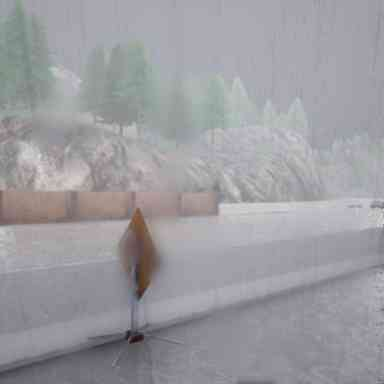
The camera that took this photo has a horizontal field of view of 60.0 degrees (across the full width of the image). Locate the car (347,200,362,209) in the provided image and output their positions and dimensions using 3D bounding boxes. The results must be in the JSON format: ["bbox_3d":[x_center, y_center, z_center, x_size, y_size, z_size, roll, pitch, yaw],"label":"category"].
[{"bbox_3d":[28.296,2.147,57.792,1.812,1.442,4.674,0,0,35],"label":"car"}]

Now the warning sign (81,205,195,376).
[{"bbox_3d":[-0.776,1.137,4.565,1.060,1.860,1.300,1,0,-36],"label":"warning sign"}]

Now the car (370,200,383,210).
[{"bbox_3d":[30.954,2.135,55.539,1.837,1.490,4.892,0,0,35],"label":"car"}]
